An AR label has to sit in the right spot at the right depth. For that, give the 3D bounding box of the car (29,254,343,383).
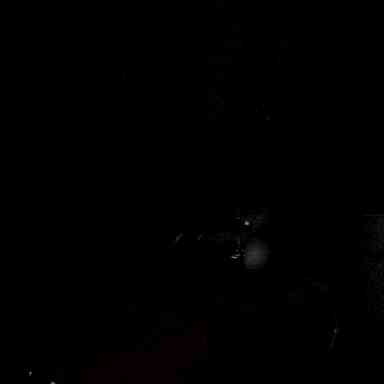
[{"bbox_3d":[0.252,1.581,4.280,4.181,1.385,1.994,0,0,-44],"label":"car"}]

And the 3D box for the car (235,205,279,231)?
[{"bbox_3d":[4.328,1.597,21.724,2.128,1.511,4.902,0,0,27],"label":"car"}]
